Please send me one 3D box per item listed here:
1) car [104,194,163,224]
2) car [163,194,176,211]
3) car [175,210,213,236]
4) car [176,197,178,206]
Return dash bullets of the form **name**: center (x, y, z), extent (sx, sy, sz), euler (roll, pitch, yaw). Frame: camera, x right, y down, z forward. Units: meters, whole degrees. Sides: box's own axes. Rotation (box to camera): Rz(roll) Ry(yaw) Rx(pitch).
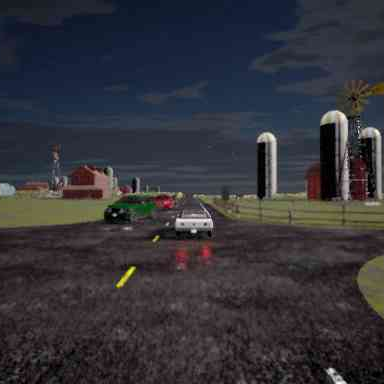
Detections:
- **car**: center (-4.564, 1.262, 25.991), extent (2.150, 2.045, 5.566), euler (1, 0, 18)
- **car**: center (-3.593, 1.299, 42.631), extent (2.150, 2.045, 5.566), euler (0, 0, 0)
- **car**: center (0.106, 1.644, 18.720), extent (1.895, 1.301, 4.718), euler (0, 0, 0)
- **car**: center (-3.552, 1.482, 59.186), extent (2.097, 1.767, 4.553), euler (0, 0, 0)
